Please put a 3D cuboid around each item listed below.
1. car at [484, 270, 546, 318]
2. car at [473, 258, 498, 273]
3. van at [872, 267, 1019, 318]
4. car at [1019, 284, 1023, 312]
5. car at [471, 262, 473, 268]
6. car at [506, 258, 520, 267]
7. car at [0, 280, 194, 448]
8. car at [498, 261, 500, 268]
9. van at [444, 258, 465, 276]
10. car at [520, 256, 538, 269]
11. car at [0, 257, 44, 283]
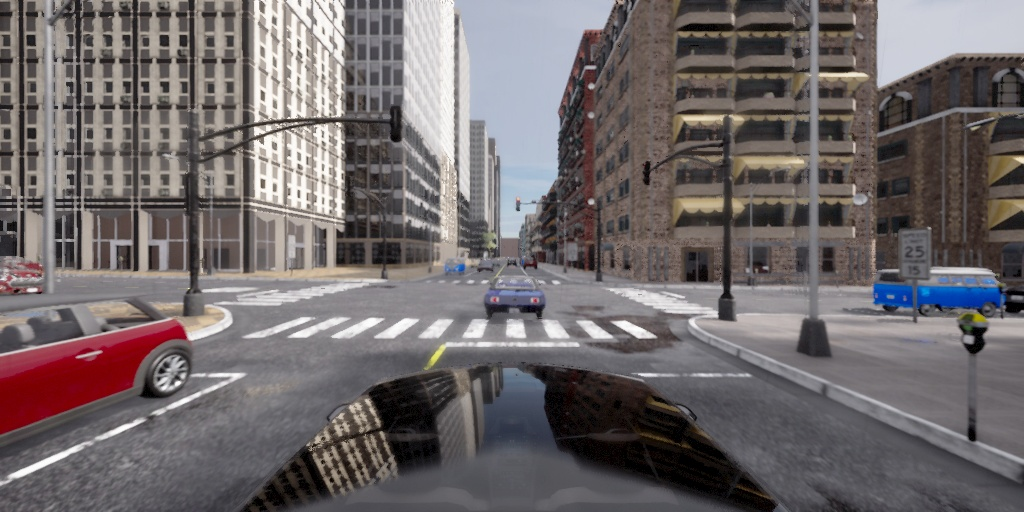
[{"bbox_3d":[0.099,1.363,12.969,1.895,1.301,4.718,1,0,0],"label":"car"},{"bbox_3d":[-3.103,1.240,42.931,2.033,1.411,5.357,0,0,0],"label":"car"},{"bbox_3d":[16.910,1.433,14.277,3.998,1.789,1.690,0,0,0],"label":"van"},{"bbox_3d":[22.450,1.765,14.461,4.313,1.339,1.948,0,0,0],"label":"car"},{"bbox_3d":[-5.701,1.202,58.063,1.751,1.417,4.829,0,0,0],"label":"car"},{"bbox_3d":[-0.009,1.175,65.109,1.837,1.490,4.892,0,0,0],"label":"car"},{"bbox_3d":[-5.690,1.186,3.556,1.967,1.591,4.097,0,0,0],"label":"car"},{"bbox_3d":[-3.058,1.238,60.628,1.994,1.385,4.181,0,0,1],"label":"car"},{"bbox_3d":[-5.696,1.041,36.030,1.690,1.789,3.998,0,0,0],"label":"van"},{"bbox_3d":[2.681,0.997,52.685,2.192,1.841,5.009,0,0,0],"label":"car"},{"bbox_3d":[-21.149,0.797,14.320,4.097,1.591,1.967,0,0,0],"label":"car"}]
